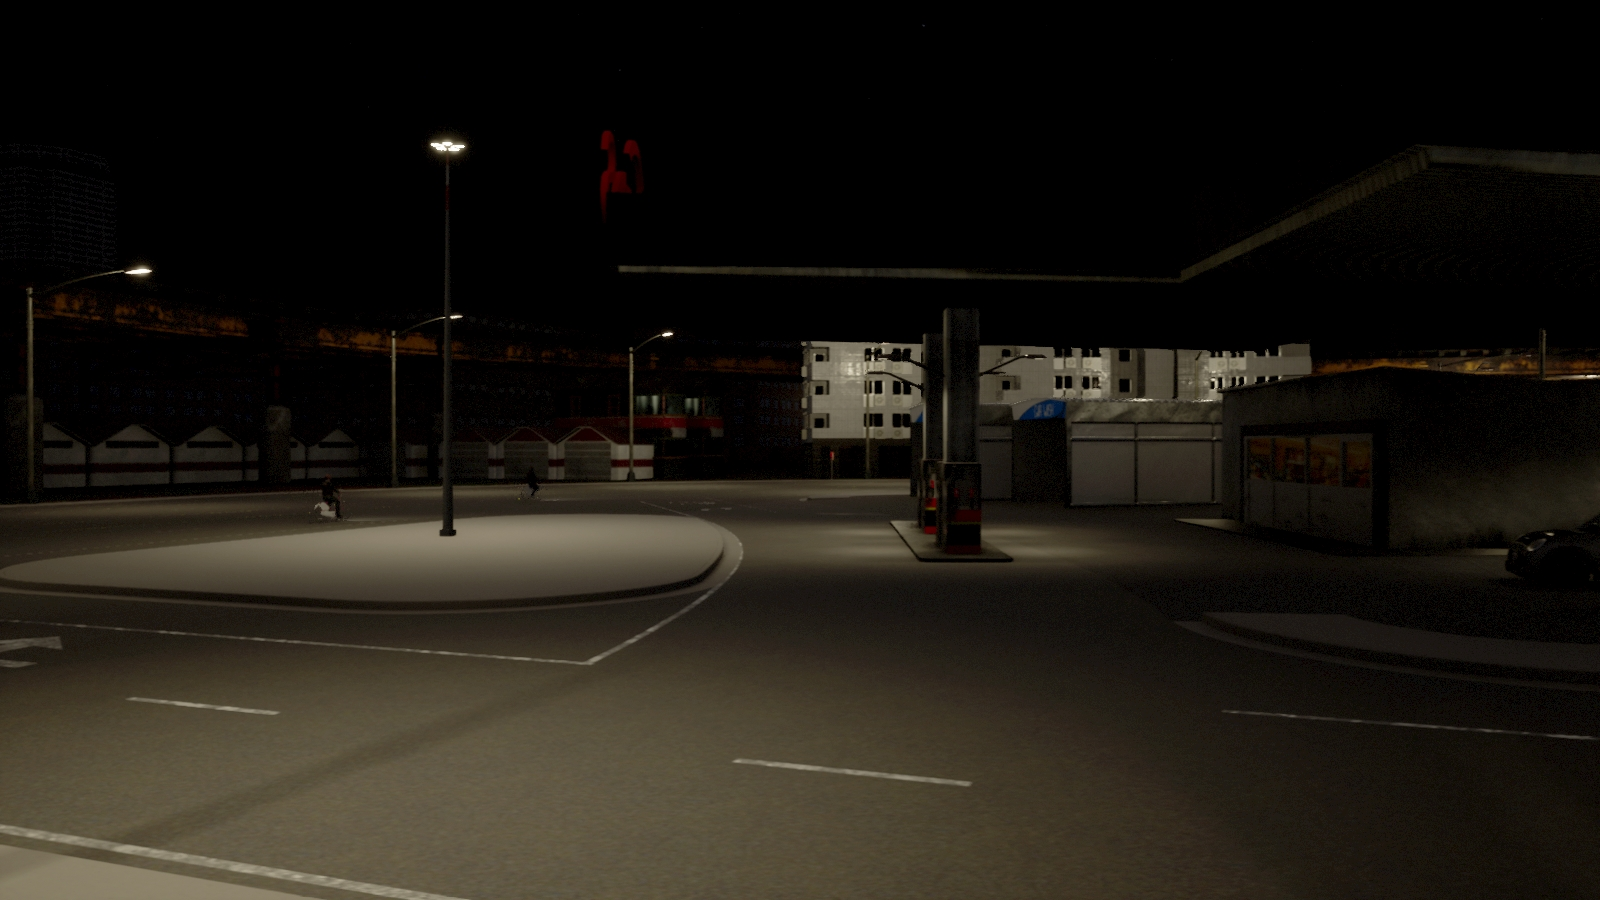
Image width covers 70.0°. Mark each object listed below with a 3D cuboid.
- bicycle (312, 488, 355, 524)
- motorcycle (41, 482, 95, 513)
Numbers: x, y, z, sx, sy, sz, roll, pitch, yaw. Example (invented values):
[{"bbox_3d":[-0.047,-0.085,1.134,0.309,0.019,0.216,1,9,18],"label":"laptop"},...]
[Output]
[{"bbox_3d":[-17.192,2.054,42.131,0.329,1.196,1.835,0,0,20],"label":"bicycle"},{"bbox_3d":[-31.443,2.013,49.125,0.856,1.236,1.805,0,0,19],"label":"motorcycle"}]
